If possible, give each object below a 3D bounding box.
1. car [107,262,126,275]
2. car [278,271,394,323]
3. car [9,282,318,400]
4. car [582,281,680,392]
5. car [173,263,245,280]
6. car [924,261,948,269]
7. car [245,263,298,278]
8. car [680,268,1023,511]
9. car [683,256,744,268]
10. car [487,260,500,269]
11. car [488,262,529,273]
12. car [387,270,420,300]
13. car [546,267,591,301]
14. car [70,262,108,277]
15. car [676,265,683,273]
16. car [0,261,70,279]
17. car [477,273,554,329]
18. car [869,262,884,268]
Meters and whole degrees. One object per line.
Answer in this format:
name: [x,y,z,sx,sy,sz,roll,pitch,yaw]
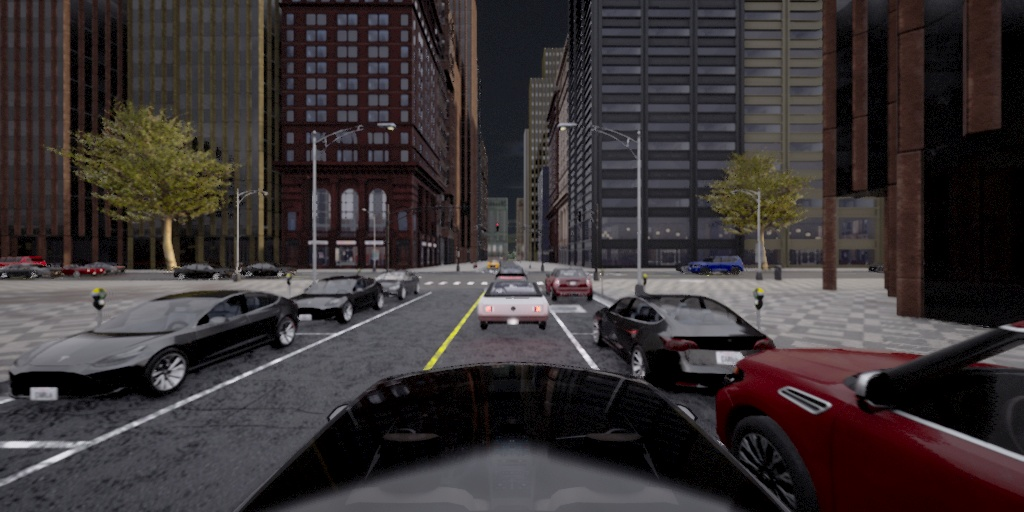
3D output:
car: [-48.708,1.504,42.413,4.902,1.511,2.128,0,0,1]
car: [-5.789,1.355,12.234,1.948,1.339,4.313,0,0,0]
car: [-5.774,1.334,6.597,1.948,1.339,4.313,0,0,0]
car: [2.751,1.334,6.623,1.948,1.339,4.313,0,0,0]
car: [-27.776,1.441,32.633,5.008,1.535,1.882,0,0,0]
car: [45.839,1.277,39.622,4.902,1.511,2.128,0,0,0]
car: [-24.219,1.427,35.899,5.008,1.535,1.882,0,0,0]
car: [2.766,1.062,0.986,2.192,1.841,5.009,0,0,0]
car: [22.459,1.051,39.574,5.566,2.045,2.150,0,0,0]
car: [-3.217,1.477,61.815,1.882,1.535,5.008,0,0,0]
car: [-0.048,1.312,20.532,2.128,1.511,4.902,0,0,0]
car: [-5.804,1.361,17.870,2.007,1.370,4.403,0,0,0]
car: [2.721,1.250,17.895,1.967,1.591,4.097,0,0,0]
car: [-47.851,1.614,39.184,4.718,1.301,1.895,0,0,0]
car: [21.884,1.391,42.821,4.181,1.385,1.994,0,0,0]
car: [-48.019,1.523,35.843,4.892,1.490,1.837,0,0,0]
car: [0.040,1.386,11.322,1.895,1.301,4.718,0,0,0]
car: [45.561,1.287,42.874,4.892,1.490,1.837,0,0,0]
